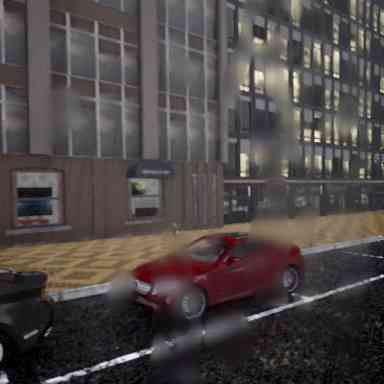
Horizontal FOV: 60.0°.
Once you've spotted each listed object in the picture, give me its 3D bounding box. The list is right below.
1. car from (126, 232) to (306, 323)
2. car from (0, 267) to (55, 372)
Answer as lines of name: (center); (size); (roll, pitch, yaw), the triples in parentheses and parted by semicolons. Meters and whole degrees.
car: (0.694, 1.549, 7.063); (4.206, 1.307, 1.802); (-1, 0, -35)
car: (-3.935, 1.559, 3.764); (4.403, 1.369, 2.008); (-1, 0, -35)
